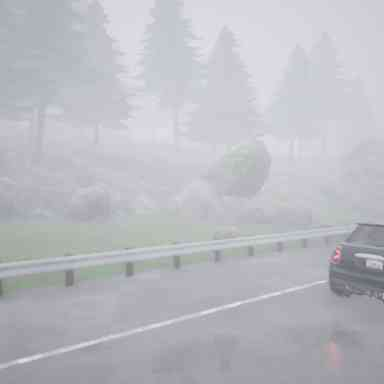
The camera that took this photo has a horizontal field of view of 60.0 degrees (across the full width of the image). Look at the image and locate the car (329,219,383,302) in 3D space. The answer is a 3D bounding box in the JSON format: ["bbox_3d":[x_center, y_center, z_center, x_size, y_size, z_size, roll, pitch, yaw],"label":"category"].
[{"bbox_3d":[5.086,1.351,7.347,4.553,1.767,2.097,0,0,-35],"label":"car"}]
